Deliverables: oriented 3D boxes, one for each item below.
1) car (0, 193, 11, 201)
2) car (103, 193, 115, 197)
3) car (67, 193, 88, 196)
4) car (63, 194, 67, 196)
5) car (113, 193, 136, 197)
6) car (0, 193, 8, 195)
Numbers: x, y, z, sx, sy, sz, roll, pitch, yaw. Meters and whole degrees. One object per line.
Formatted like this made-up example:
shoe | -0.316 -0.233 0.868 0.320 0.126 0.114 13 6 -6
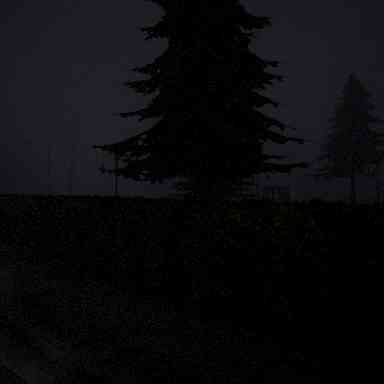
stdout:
car | -41.765 1.094 71.634 4.605 1.855 1.932 0 0 -45
car | -15.867 1.095 70.694 4.605 1.855 1.932 0 0 -45
car | -27.175 1.150 81.593 5.027 1.636 2.152 0 0 -45
car | -31.908 1.229 85.939 3.806 1.475 1.970 0 0 -45
car | -10.306 1.382 54.272 3.806 1.475 1.970 0 0 -45
car | -23.711 1.328 41.282 5.027 1.636 2.152 0 0 -45
